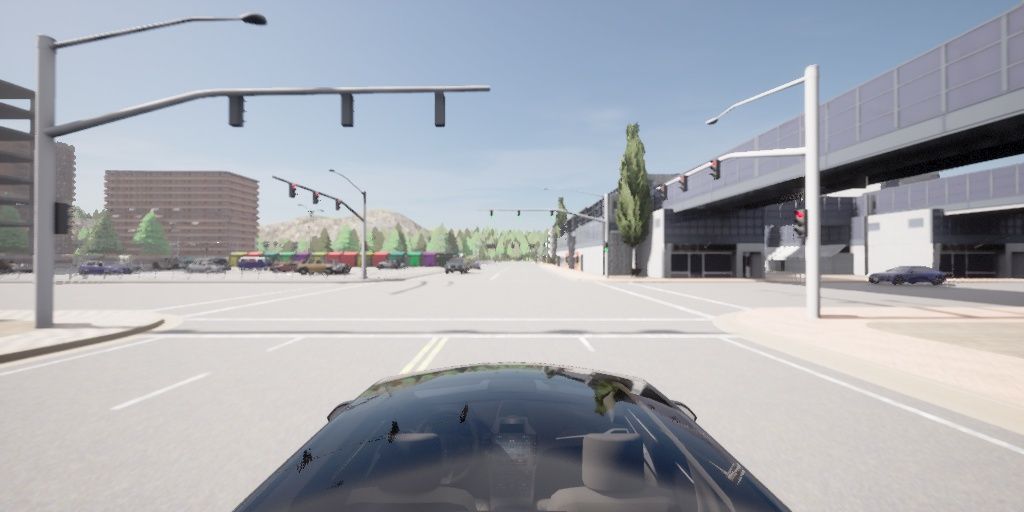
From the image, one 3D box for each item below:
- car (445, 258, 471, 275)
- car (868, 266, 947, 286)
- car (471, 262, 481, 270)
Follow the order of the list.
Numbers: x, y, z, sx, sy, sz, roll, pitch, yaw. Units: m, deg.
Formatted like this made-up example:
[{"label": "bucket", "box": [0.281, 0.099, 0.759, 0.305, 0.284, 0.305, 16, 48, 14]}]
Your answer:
[{"label": "car", "box": [-7.103, 1.292, 46.332, 2.150, 2.045, 5.566, 0, 0, 2]}, {"label": "car", "box": [29.520, 1.454, 26.813, 4.674, 1.442, 1.812, 0, 0, 0]}, {"label": "car", "box": [-6.623, 1.752, 62.799, 1.994, 1.385, 4.181, 0, 0, 2]}]
